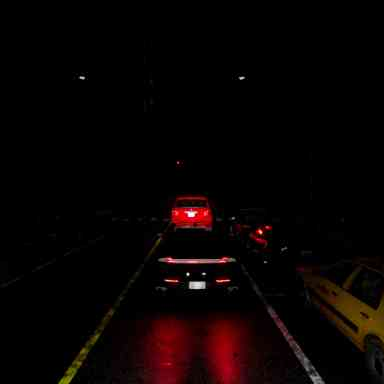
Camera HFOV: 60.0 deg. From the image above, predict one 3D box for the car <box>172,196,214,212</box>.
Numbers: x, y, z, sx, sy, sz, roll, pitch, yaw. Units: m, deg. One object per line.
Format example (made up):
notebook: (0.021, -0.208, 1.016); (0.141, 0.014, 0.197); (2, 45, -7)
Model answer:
car: (0.047, 1.214, 18.843); (2.150, 2.045, 5.566); (0, 0, 2)

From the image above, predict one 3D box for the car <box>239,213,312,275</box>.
car: (2.855, 1.562, 10.325); (1.947, 1.339, 4.313); (-1, 0, 0)

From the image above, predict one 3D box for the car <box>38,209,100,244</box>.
car: (-5.696, 1.539, 15.898); (1.887, 1.381, 4.507); (-1, 0, 0)

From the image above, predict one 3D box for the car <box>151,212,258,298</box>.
car: (0.090, 1.489, 8.495); (2.128, 1.511, 4.902); (0, 0, 0)

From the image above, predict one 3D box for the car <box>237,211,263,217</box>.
car: (2.850, 1.576, 15.910); (1.802, 1.307, 4.206); (-1, 0, 0)

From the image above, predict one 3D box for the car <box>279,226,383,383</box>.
car: (2.861, 1.524, 4.908); (1.752, 1.417, 4.829); (-1, 0, 0)
